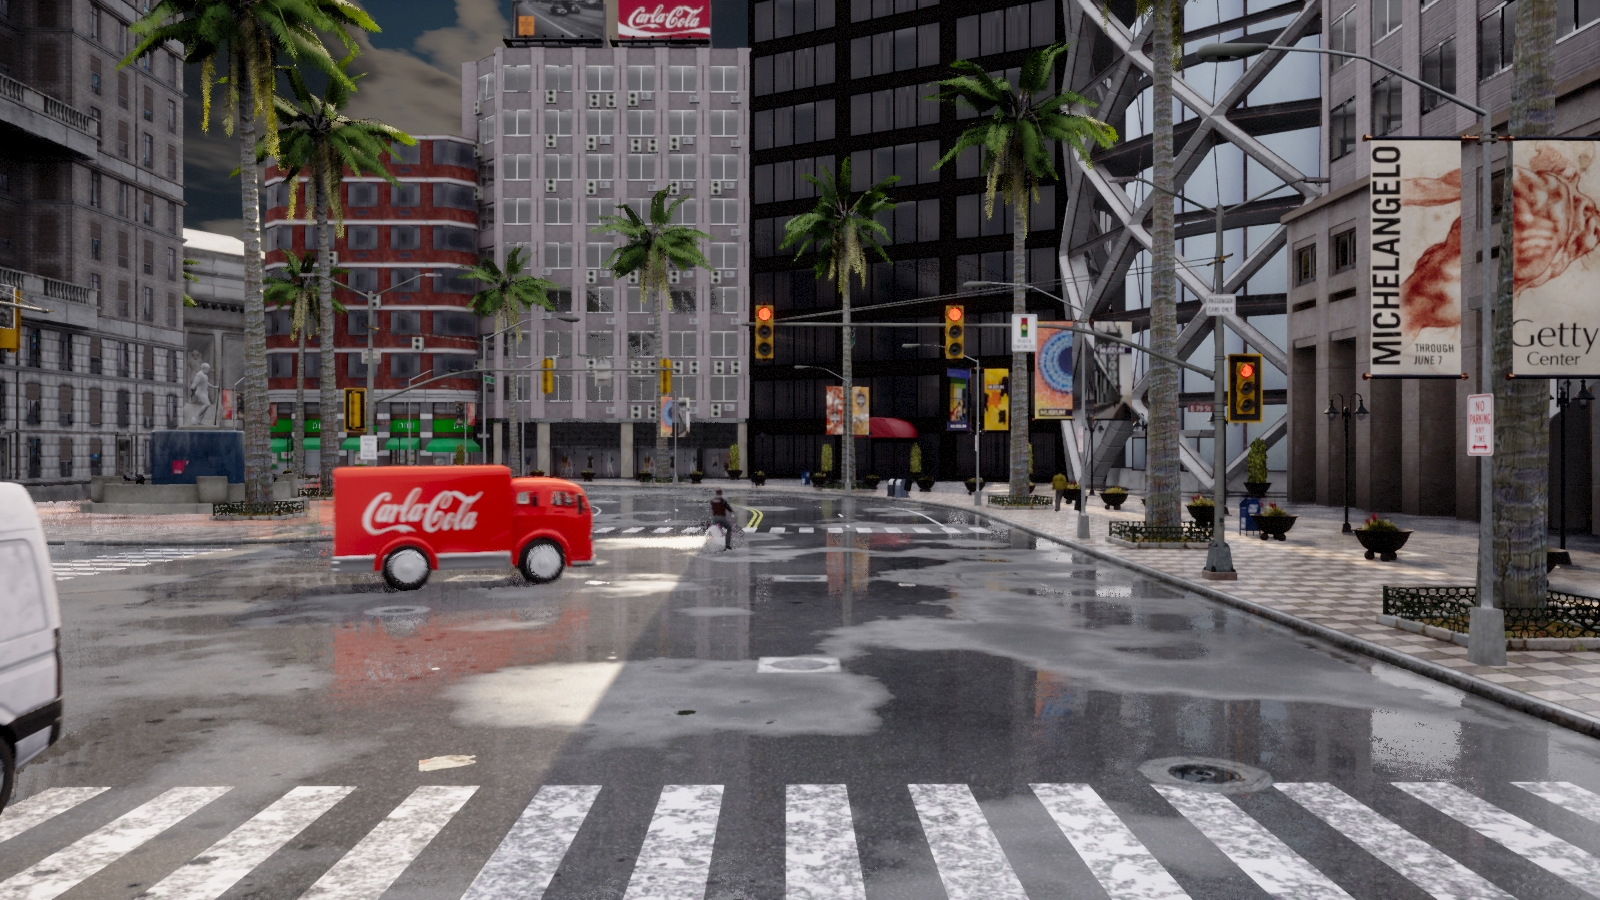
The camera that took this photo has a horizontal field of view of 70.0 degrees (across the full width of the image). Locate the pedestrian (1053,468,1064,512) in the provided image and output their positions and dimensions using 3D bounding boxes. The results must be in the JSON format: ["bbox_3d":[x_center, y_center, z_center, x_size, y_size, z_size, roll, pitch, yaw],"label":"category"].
[{"bbox_3d":[10.907,1.679,48.164,0.375,1.860,0.375,0,0,24],"label":"pedestrian"}]

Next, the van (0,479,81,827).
[{"bbox_3d":[-6.767,1.532,6.592,1.988,2.561,5.915,-1,0,-6],"label":"van"}]

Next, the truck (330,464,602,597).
[{"bbox_3d":[-6.996,1.560,23.961,5.204,2.467,2.627,0,0,-20],"label":"truck"}]
